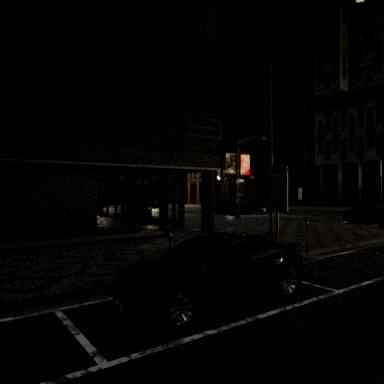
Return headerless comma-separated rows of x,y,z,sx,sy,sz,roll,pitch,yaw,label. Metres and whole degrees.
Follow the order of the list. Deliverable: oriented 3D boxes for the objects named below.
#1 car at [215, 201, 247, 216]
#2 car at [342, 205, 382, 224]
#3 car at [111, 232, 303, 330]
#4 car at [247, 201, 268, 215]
3.633,1.910,38.006,1.812,1.442,4.674,0,-1,-36,car
13.454,1.684,24.370,1.812,1.442,4.674,0,-1,-36,car
0.521,1.565,6.929,4.313,1.339,1.947,0,0,-36,car
6.739,1.848,39.254,2.128,1.511,4.902,0,-1,-36,car
